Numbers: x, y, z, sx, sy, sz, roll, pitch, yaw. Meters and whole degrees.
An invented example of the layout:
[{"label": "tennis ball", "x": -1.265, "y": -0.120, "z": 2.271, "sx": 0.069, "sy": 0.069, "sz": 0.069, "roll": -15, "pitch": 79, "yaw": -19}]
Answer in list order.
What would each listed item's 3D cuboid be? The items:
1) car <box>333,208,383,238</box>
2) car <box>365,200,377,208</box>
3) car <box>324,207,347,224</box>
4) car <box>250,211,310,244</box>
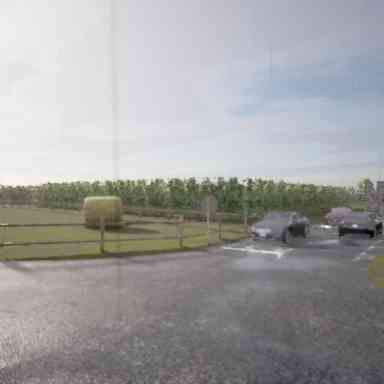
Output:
[{"label": "car", "x": 10.415, "y": 1.930, "z": 20.485, "sx": 1.994, "sy": 1.385, "sz": 4.181, "roll": -1, "pitch": -1, "yaw": 36}, {"label": "car", "x": 25.780, "y": 2.084, "z": 46.661, "sx": 2.150, "sy": 2.045, "sz": 5.566, "roll": -1, "pitch": -2, "yaw": 36}, {"label": "car", "x": 13.025, "y": 2.062, "z": 29.122, "sx": 1.812, "sy": 1.442, "sz": 4.674, "roll": -1, "pitch": -1, "yaw": 36}, {"label": "car", "x": 4.785, "y": 1.801, "z": 17.711, "sx": 2.128, "sy": 1.511, "sz": 4.902, "roll": -1, "pitch": -1, "yaw": 36}]
